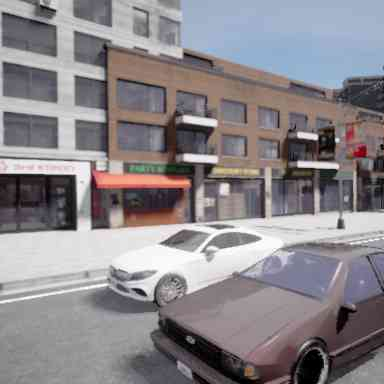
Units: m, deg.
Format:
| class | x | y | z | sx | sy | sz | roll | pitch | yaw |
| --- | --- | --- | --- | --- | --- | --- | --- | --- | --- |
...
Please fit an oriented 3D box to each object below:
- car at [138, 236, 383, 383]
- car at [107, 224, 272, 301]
| class | x | y | z | sx | sy | sz | roll | pitch | yaw |
| --- | --- | --- | --- | --- | --- | --- | --- | --- | --- |
| car | 2.085 | 1.548 | 5.172 | 5.357 | 1.411 | 2.033 | 0 | 0 | -35 |
| car | 0.352 | 1.527 | 7.941 | 4.674 | 1.442 | 1.812 | 0 | 0 | -35 |
